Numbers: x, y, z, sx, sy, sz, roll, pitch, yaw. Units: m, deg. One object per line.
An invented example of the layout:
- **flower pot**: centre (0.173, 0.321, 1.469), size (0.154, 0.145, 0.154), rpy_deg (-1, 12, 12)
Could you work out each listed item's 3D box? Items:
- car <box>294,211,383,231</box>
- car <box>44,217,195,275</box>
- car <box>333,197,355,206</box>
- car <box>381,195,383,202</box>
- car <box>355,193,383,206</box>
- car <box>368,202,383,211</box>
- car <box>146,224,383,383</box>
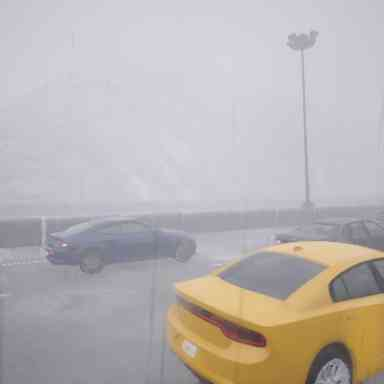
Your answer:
- **car**: centre (4.981, 1.537, 10.679), size (5.357, 1.411, 2.033), rpy_deg (0, 0, -32)
- **car**: centre (-2.066, 1.523, 10.427), size (4.674, 1.442, 1.812), rpy_deg (0, 0, -32)
- **car**: centre (23.877, 1.475, 51.380), size (4.674, 1.442, 1.812), rpy_deg (0, 0, -31)
- **car**: centre (28.643, 1.513, 46.085), size (4.181, 1.385, 1.994), rpy_deg (0, 0, -31)
- **car**: centre (27.128, 1.174, 49.257), size (5.566, 2.045, 2.150), rpy_deg (0, 0, -32)
- **car**: centre (12.840, 1.481, 19.671), size (4.892, 1.490, 1.837), rpy_deg (0, 0, -32)
- **car**: centre (2.072, 1.473, 4.756), size (5.008, 1.535, 1.882), rpy_deg (0, 0, -32)
